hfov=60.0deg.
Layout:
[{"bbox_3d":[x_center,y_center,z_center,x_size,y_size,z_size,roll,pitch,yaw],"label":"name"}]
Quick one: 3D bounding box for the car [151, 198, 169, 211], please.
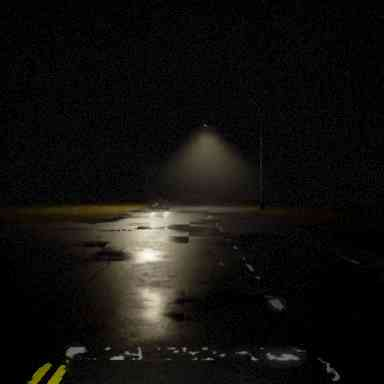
[{"bbox_3d":[-3.628,1.430,38.501,1.837,1.490,4.892,0,0,0],"label":"car"}]
